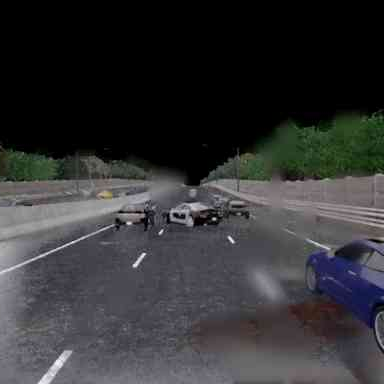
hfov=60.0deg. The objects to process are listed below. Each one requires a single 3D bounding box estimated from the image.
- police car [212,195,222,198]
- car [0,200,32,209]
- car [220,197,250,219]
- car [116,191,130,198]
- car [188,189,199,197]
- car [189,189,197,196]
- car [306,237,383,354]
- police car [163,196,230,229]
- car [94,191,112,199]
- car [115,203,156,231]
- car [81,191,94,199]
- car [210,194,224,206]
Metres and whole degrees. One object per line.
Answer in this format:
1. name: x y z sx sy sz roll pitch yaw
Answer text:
1. police car: 3.636 1.338 38.785 2.038 1.542 4.974 0 1 0
2. car: -14.011 1.403 25.438 2.128 1.511 4.902 0 0 0
3. car: 3.597 1.405 27.787 1.837 1.490 4.892 0 0 0
4. car: -13.775 0.590 66.591 2.128 1.511 4.902 0 3 0
5. car: 0.287 0.600 66.026 2.128 1.511 4.902 0 2 1
6. car: 0.276 0.023 79.013 1.994 1.385 4.181 0 3 0
7. car: 3.520 1.515 5.782 1.812 1.442 4.674 0 0 0
8. police car: -0.163 1.353 21.548 1.930 1.638 5.238 -1 1 -35
9. car: -17.274 0.586 66.084 1.882 1.535 5.008 0 3 0
10. car: -3.330 1.426 20.158 2.128 1.511 4.902 0 0 0
11. car: -20.767 0.603 66.739 1.812 1.442 4.674 0 2 0
12. car: 3.674 1.150 49.774 1.837 1.490 4.892 0 1 0
